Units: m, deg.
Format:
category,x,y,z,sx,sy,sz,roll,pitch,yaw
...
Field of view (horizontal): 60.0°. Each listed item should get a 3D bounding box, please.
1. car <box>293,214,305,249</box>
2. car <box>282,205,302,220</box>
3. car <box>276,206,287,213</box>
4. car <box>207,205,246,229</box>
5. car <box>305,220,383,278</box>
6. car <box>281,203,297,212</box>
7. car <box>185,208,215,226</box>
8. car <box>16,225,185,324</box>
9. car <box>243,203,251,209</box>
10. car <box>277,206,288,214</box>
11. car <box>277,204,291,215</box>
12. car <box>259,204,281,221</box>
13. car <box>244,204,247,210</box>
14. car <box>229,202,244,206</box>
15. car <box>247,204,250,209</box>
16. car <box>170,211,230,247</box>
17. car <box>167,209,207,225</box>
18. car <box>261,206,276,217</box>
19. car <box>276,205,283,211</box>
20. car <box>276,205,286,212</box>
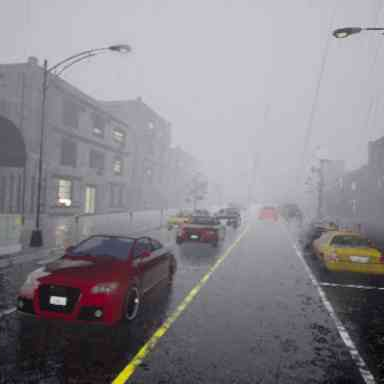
category,x,y,z,sx,sy,sz,roll,pitch,yaw
car,6.456,2.100,16.858,2.008,1.369,4.403,2,-1,13
car,12.669,2.772,41.514,1.837,1.490,4.892,2,-1,13
car,19.020,3.657,70.721,1.947,1.339,4.313,2,-1,13
car,2.916,2.122,27.121,2.128,1.511,4.902,2,-1,13
car,5.239,1.926,11.637,1.752,1.417,4.829,2,-1,13
car,14.238,2.684,48.373,2.150,2.045,5.566,2,-1,13
car,0.813,2.187,29.541,1.802,1.307,4.206,2,-1,13
car,-1.716,1.631,7.333,1.994,1.385,4.181,2,-1,13
car,14.903,3.872,90.243,1.752,1.417,4.829,2,-1,13
car,17.764,3.502,65.334,1.947,1.339,4.313,2,-1,13
car,16.519,3.096,59.953,2.192,1.841,5.009,2,-1,13
car,9.264,2.475,40.302,2.097,1.767,4.553,2,-1,13
car,9.607,3.267,67.245,1.802,1.307,4.206,2,-1,13
car,7.106,2.690,56.478,2.192,1.841,5.009,2,-1,13
car,10.870,3.280,72.634,1.967,1.590,4.097,2,-1,13
car,0.550,1.907,17.034,1.994,1.385,4.181,2,-1,13
car,-0.480,1.972,23.990,1.752,1.417,4.829,2,-1,13
car,11.445,2.883,49.677,2.128,1.511,4.902,2,-1,13
car,22.819,4.081,86.734,1.752,1.417,4.829,2,-1,13
car,20.215,3.783,75.808,1.887,1.381,4.507,2,-1,13
